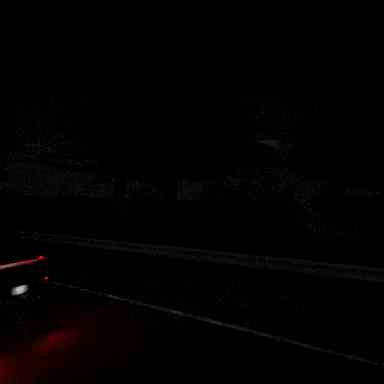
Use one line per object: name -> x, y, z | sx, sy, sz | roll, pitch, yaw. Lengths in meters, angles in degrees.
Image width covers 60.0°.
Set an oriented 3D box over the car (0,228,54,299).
car -> -5.008, 1.455, 6.991 | 4.902, 1.511, 2.128 | 0, 0, 32
